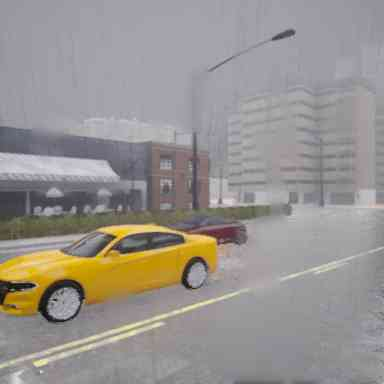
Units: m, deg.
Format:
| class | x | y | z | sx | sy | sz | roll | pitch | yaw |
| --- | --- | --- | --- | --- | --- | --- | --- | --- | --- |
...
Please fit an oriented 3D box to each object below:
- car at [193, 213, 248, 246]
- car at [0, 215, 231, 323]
| class | x | y | z | sx | sy | sz | roll | pitch | yaw |
| --- | --- | --- | --- | --- | --- | --- | --- | --- | --- |
| car | 0.464 | 1.608 | 13.954 | 4.181 | 1.385 | 1.994 | 0 | 0 | -42 |
| car | -1.584 | 1.507 | 7.493 | 5.008 | 1.535 | 1.882 | 0 | 0 | -40 |
